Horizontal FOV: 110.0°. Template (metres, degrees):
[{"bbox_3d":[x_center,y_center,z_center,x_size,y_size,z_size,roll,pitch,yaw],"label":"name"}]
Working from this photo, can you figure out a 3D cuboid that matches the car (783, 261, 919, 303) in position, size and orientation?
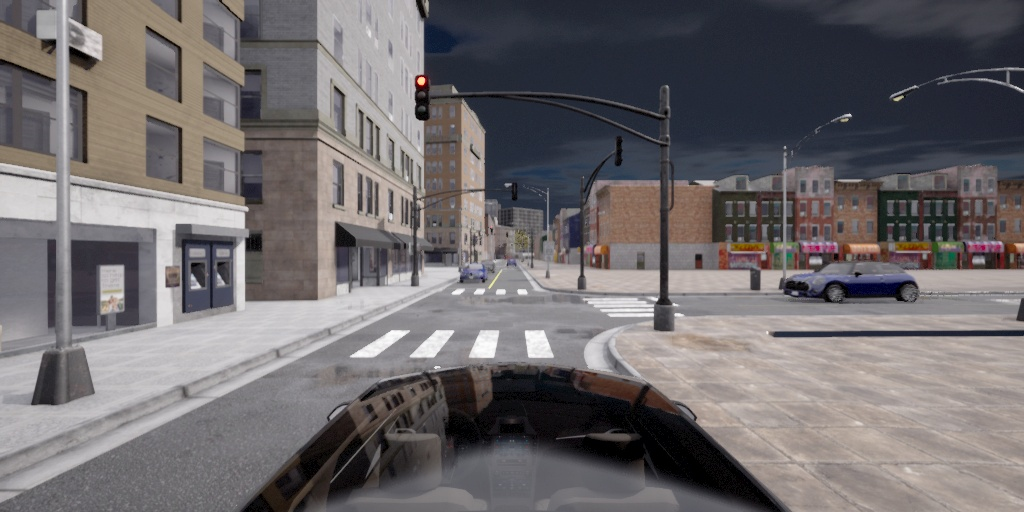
[{"bbox_3d":[14.552,1.030,15.601,4.553,1.767,2.097,0,0,0],"label":"car"}]

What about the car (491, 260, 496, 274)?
[{"bbox_3d":[-2.877,1.234,41.072,1.837,1.490,4.892,0,0,0],"label":"car"}]

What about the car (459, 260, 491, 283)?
[{"bbox_3d":[-2.872,1.260,27.775,1.812,1.442,4.674,0,0,0],"label":"car"}]
